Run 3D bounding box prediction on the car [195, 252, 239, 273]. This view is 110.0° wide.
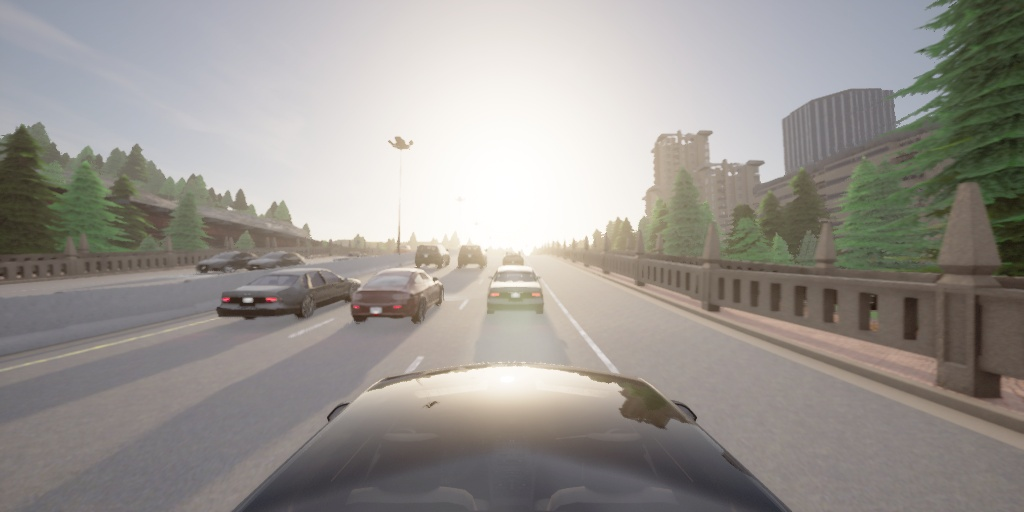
[{"bbox_3d":[-21.095,0.448,26.950,1.837,1.490,4.892,0,3,0],"label":"car"}]

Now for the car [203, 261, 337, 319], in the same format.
[{"bbox_3d":[-6.899,1.105,11.880,2.033,1.411,5.357,0,2,0],"label":"car"}]

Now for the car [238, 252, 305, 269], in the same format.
[{"bbox_3d":[-17.595,0.448,26.954,1.837,1.490,4.892,0,3,0],"label":"car"}]

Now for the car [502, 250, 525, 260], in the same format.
[{"bbox_3d":[0.103,0.209,32.502,2.128,1.511,4.902,0,2,0],"label":"car"}]

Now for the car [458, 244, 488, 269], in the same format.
[{"bbox_3d":[-3.397,-0.019,31.478,2.150,2.045,5.566,0,2,0],"label":"car"}]

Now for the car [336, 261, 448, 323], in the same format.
[{"bbox_3d":[-3.412,1.105,11.278,1.812,1.442,4.674,0,2,0],"label":"car"}]

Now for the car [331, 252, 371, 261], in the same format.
[{"bbox_3d":[-14.094,0.346,31.831,1.895,1.301,4.718,0,2,0],"label":"car"}]

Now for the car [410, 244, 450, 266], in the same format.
[{"bbox_3d":[-6.897,-0.018,31.461,2.150,2.045,5.566,0,2,0],"label":"car"}]

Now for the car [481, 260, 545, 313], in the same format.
[{"bbox_3d":[0.101,1.072,12.757,2.033,1.411,5.357,0,2,0],"label":"car"}]
